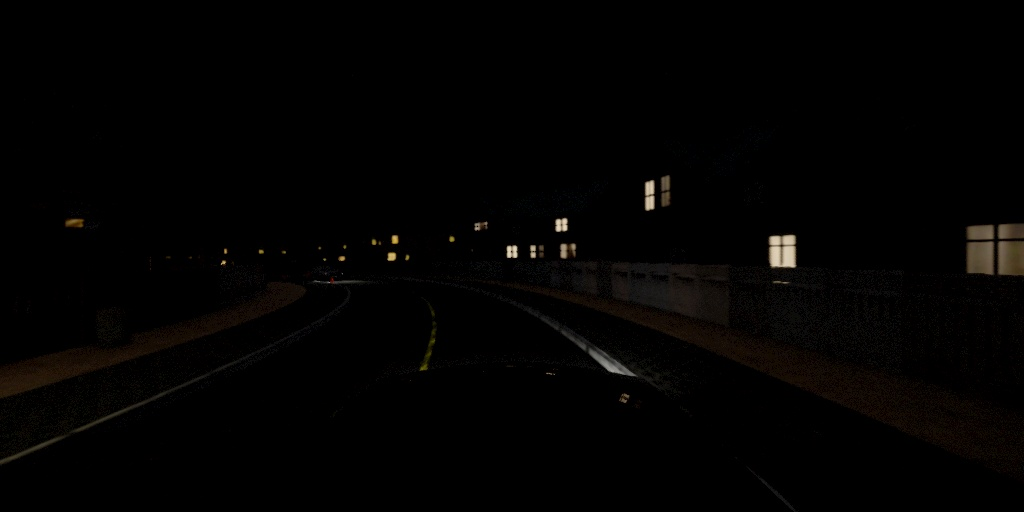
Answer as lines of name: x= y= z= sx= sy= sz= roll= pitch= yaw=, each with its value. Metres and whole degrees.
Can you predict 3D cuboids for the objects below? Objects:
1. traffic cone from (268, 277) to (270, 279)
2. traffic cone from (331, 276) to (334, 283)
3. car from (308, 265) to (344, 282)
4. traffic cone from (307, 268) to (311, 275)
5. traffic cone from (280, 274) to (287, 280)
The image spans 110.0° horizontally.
traffic cone: x=-26.022 y=2.116 z=38.166 sx=0.340 sy=0.580 sz=0.340 roll=0 pitch=0 yaw=28
traffic cone: x=-15.001 y=1.957 z=29.942 sx=0.340 sy=0.580 sz=0.340 roll=0 pitch=0 yaw=-43
car: x=-17.448 y=1.601 z=33.431 sx=4.674 sy=1.442 sz=1.812 roll=-2 pitch=-1 yaw=40
traffic cone: x=-17.898 y=1.199 z=31.716 sx=0.340 sy=0.580 sz=0.340 roll=0 pitch=0 yaw=-36
traffic cone: x=-21.095 y=1.815 z=33.399 sx=0.340 sy=0.580 sz=0.340 roll=0 pitch=0 yaw=-7
